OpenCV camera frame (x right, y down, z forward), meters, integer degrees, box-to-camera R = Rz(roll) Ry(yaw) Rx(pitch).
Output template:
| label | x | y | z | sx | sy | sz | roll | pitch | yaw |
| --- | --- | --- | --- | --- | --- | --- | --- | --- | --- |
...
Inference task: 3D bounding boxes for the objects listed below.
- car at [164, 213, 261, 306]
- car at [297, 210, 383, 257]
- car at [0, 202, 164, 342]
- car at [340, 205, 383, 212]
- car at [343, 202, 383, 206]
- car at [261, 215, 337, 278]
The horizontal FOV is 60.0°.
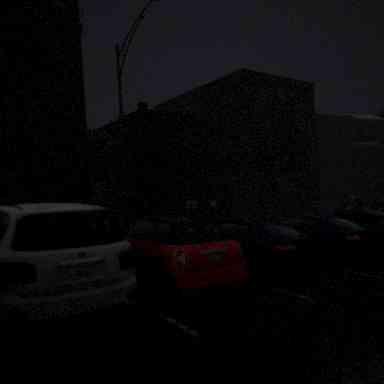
| label | x | y | z | sx | sy | sz | roll | pitch | yaw |
| --- | --- | --- | --- | --- | --- | --- | --- | --- | --- |
| car | -0.764 | 1.338 | 8.417 | 2.185 | 1.767 | 4.553 | 0 | 0 | -35 |
| car | 4.108 | 1.480 | 11.922 | 2.002 | 1.452 | 4.674 | 0 | 0 | -35 |
| car | -3.090 | 1.223 | 6.833 | 2.435 | 2.045 | 5.566 | 0 | 0 | -35 |
| car | 6.483 | 1.458 | 13.653 | 2.163 | 1.488 | 4.792 | 0 | 0 | -35 |
| car | 8.875 | 1.291 | 15.359 | 2.185 | 1.767 | 4.553 | 0 | 0 | -35 |
| car | 1.613 | 1.492 | 10.145 | 2.002 | 1.452 | 4.674 | 0 | 0 | -35 |
